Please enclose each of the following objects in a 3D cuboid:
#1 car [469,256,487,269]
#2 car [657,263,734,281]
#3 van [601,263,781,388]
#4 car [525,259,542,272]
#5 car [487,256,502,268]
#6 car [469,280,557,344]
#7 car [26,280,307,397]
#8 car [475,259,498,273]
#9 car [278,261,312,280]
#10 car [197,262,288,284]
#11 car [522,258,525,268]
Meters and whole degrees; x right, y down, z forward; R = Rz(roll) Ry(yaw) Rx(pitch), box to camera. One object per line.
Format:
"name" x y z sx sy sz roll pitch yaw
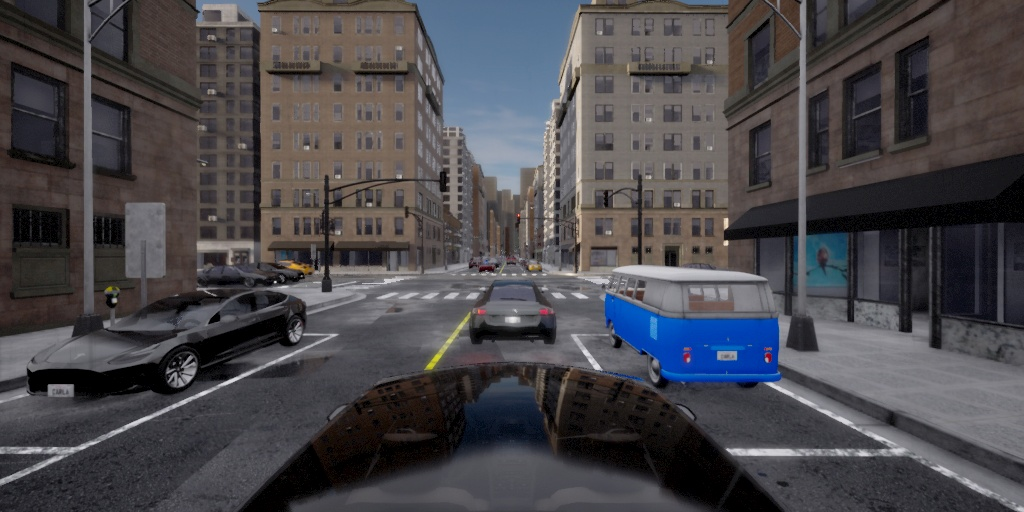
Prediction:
"car" -5.676 1.048 56.809 2.192 1.841 5.009 0 0 0
"car" 15.233 1.287 29.941 5.357 1.411 2.033 0 0 0
"van" 2.884 1.090 6.628 1.690 1.789 3.998 0 0 0
"car" 2.929 1.264 45.988 1.751 1.417 4.829 0 0 0
"car" -3.108 1.208 59.396 1.882 1.535 5.008 0 0 0
"car" 0.046 1.313 9.553 1.994 1.385 4.181 0 0 1
"car" -5.641 1.315 6.674 1.948 1.339 4.313 0 0 0
"car" -2.945 1.342 42.256 1.895 1.301 4.718 0 0 -2
"car" -17.860 1.229 26.316 4.892 1.490 1.837 0 0 0
"car" -17.890 1.281 23.065 5.357 1.411 2.033 0 0 0
"car" 2.890 1.176 51.344 1.967 1.591 4.097 0 0 0
